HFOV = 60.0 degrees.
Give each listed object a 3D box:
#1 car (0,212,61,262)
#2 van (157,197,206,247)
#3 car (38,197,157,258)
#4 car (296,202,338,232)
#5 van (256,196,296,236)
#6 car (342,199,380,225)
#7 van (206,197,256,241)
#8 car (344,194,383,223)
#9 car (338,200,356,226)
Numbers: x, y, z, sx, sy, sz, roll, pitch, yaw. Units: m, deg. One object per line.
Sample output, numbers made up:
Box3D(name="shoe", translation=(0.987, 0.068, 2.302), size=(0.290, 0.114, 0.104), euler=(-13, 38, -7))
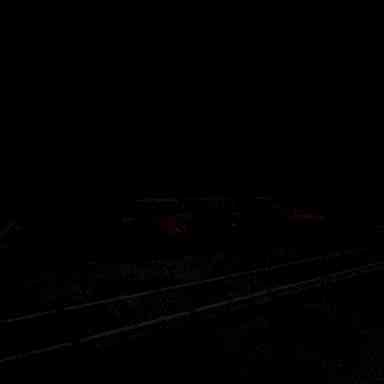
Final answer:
Box3D(name="car", translation=(-6.803, 1.541, 11.217), size=(4.674, 1.452, 2.002), euler=(-1, -1, 34))
Box3D(name="van", translation=(-1.866, 1.255, 14.617), size=(4.442, 1.987, 1.878), euler=(-1, -1, 34))
Box3D(name="car", translation=(-4.410, 1.241, 12.963), size=(5.566, 2.045, 2.435), euler=(-1, 0, 34))
Box3D(name="car", translation=(5.453, 1.449, 19.776), size=(5.366, 1.575, 1.946), euler=(-1, -1, 34))
Box3D(name="van", translation=(2.974, 1.236, 18.087), size=(4.442, 1.987, 1.878), euler=(-1, -1, 34))
Box3D(name="car", translation=(10.162, 1.465, 23.333), size=(4.792, 1.488, 2.163), euler=(-1, -1, 34))
Box3D(name="van", translation=(0.553, 1.245, 16.351), size=(4.442, 1.987, 1.878), euler=(-1, -1, 34))
Box3D(name="car", translation=(12.525, 1.175, 25.097), size=(5.566, 2.045, 2.435), euler=(-1, 0, 34))
Box3D(name="car", translation=(7.691, 1.475, 21.627), size=(4.792, 1.488, 2.163), euler=(-1, 0, 34))
